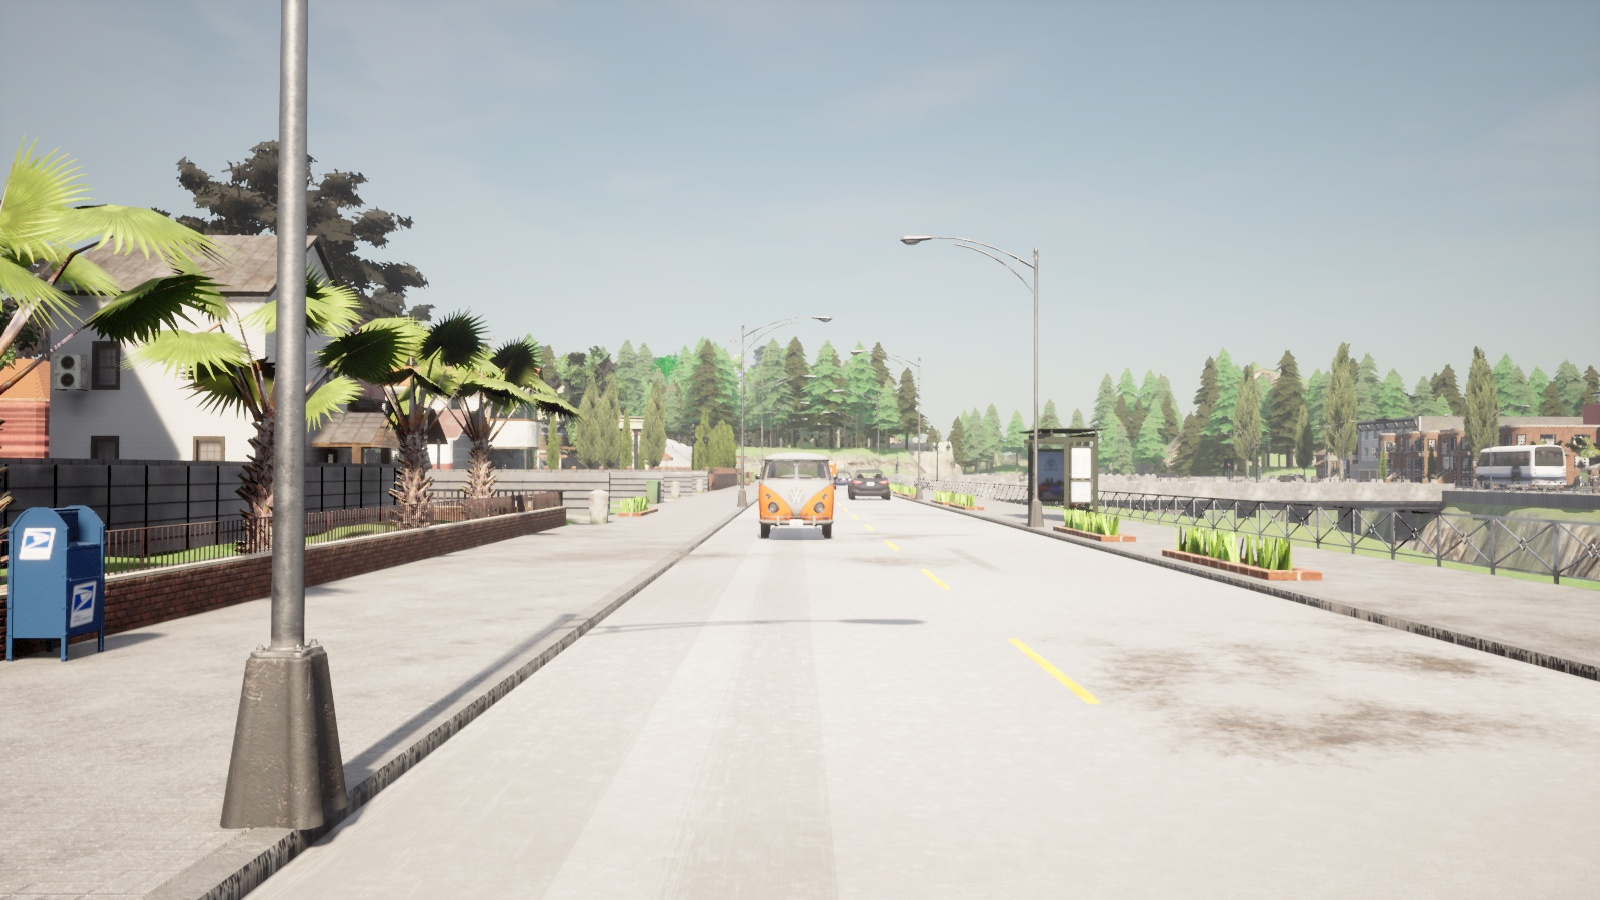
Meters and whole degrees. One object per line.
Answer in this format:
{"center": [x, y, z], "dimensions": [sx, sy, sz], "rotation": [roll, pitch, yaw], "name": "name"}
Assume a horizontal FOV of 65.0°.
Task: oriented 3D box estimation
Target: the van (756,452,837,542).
{"center": [-0.077, 1.070, 29.999], "dimensions": [1.775, 1.987, 4.442], "rotation": [0, -1, 0], "name": "van"}

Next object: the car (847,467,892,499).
{"center": [3.823, 1.814, 69.889], "dimensions": [2.242, 1.667, 4.611], "rotation": [0, -1, 0], "name": "car"}
